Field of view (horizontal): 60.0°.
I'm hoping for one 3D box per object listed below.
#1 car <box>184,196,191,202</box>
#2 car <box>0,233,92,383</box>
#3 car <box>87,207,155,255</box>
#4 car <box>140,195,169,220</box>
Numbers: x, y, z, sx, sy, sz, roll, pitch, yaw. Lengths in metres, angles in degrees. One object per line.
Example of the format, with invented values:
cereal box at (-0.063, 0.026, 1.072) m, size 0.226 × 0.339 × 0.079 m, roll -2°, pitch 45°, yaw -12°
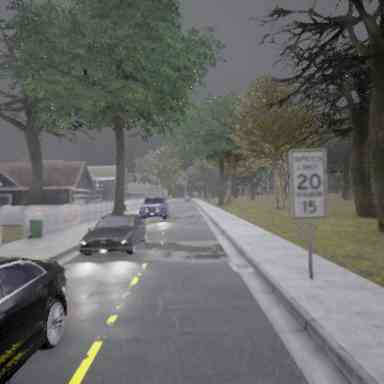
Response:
car at (-1.242, 2.017, 94.848) m, size 2.033 × 1.411 × 5.357 m, roll -2°, pitch 0°, yaw -1°
car at (-2.893, 1.569, 3.519) m, size 2.128 × 1.511 × 4.902 m, roll -2°, pitch 0°, yaw -1°
car at (-3.022, 1.628, 13.930) m, size 2.033 × 1.411 × 5.357 m, roll -2°, pitch 0°, yaw 0°
car at (-3.224, 1.346, 29.378) m, size 2.150 × 2.045 × 5.566 m, roll -2°, pitch 1°, yaw -1°
